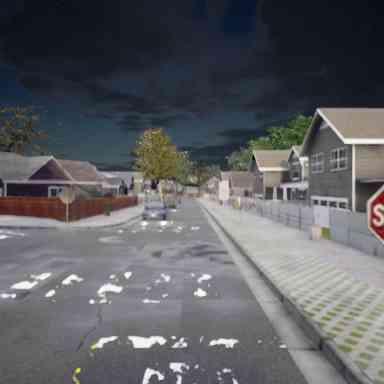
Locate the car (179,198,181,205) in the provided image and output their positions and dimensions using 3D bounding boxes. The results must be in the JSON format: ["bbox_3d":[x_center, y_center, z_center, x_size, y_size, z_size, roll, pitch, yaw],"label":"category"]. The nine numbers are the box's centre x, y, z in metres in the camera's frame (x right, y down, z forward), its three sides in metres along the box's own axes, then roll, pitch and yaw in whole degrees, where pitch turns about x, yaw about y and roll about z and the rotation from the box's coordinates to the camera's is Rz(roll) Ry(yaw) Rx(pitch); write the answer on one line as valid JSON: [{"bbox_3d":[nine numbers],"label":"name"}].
[{"bbox_3d":[-3.006,1.587,61.116,1.994,1.385,4.181,0,0,0],"label":"car"}]

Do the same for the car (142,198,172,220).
[{"bbox_3d":[-2.953,1.507,27.583,1.812,1.442,4.674,0,0,0],"label":"car"}]

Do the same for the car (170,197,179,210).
[{"bbox_3d":[-3.010,1.500,43.307,1.837,1.490,4.892,0,-1,0],"label":"car"}]
